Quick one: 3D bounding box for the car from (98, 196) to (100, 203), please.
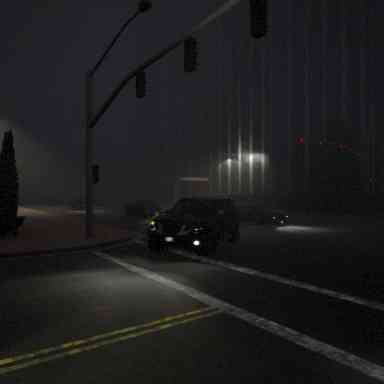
[{"bbox_3d":[-16.154,1.351,50.626,2.097,1.767,4.553,0,0,-36],"label":"car"}]

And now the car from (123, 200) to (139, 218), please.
[{"bbox_3d":[-4.187,1.492,28.126,2.128,1.511,4.902,0,0,-36],"label":"car"}]

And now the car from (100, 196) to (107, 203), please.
[{"bbox_3d":[-18.643,1.478,66.247,1.882,1.535,5.008,0,0,-36],"label":"car"}]

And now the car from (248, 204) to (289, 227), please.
[{"bbox_3d":[4.035,1.547,23.442,2.033,1.411,5.357,0,0,-42],"label":"car"}]

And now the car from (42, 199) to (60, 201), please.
[{"bbox_3d":[-23.165,1.258,54.434,2.033,1.411,5.357,0,0,-36],"label":"car"}]

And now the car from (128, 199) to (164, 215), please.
[{"bbox_3d":[-4.934,1.526,35.111,1.812,1.442,4.674,0,0,-36],"label":"car"}]

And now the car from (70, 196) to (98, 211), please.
[{"bbox_3d":[-13.707,1.506,41.249,1.837,1.490,4.892,0,0,-36],"label":"car"}]

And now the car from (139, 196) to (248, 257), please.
[{"bbox_3d":[0.376,1.223,13.596,2.150,2.045,5.566,2,1,24],"label":"car"}]
